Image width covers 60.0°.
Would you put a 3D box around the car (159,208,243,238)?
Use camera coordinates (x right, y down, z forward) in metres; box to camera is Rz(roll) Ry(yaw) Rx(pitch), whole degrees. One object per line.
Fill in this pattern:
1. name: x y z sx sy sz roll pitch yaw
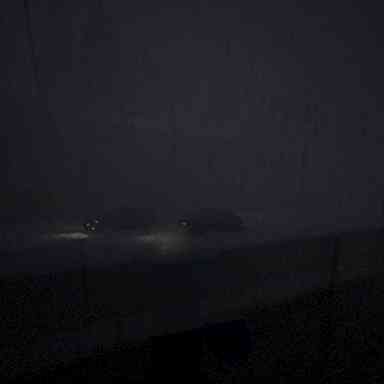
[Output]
1. car: 0.702 1.528 17.398 4.181 1.385 1.994 0 0 -36

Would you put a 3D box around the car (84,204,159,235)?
1. car: -3.788 1.524 18.491 4.181 1.385 1.994 0 0 -36

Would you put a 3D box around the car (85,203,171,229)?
1. car: -4.236 1.499 22.462 5.357 1.411 2.033 0 0 -35
